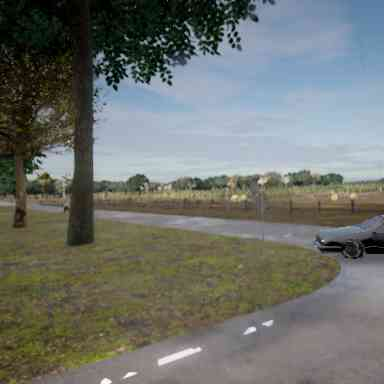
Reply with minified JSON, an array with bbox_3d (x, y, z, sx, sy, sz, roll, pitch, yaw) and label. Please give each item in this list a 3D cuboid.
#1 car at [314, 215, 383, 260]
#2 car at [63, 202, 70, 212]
[{"bbox_3d":[7.014,1.464,11.264,5.357,1.411,2.033,-2,-1,13],"label":"car"},{"bbox_3d":[-18.139,2.278,50.381,1.837,1.490,4.892,-2,0,-35],"label":"car"}]
